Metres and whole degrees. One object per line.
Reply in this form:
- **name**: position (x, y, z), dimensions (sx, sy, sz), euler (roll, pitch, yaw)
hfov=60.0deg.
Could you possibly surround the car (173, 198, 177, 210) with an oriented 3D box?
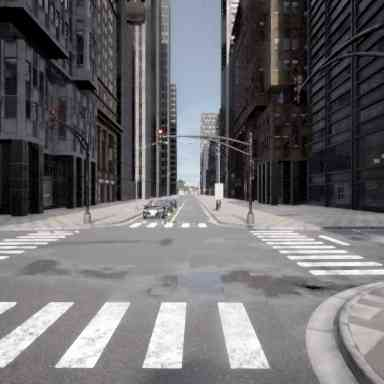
- **car**: position (-3.179, 1.577, 38.534), dimensions (1.994, 1.385, 4.181), euler (0, 0, 0)

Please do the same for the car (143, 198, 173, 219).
- **car**: position (-3.164, 1.500, 29.401), dimensions (2.128, 1.511, 4.902), euler (0, 0, 0)
